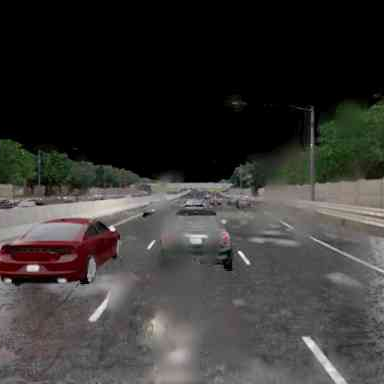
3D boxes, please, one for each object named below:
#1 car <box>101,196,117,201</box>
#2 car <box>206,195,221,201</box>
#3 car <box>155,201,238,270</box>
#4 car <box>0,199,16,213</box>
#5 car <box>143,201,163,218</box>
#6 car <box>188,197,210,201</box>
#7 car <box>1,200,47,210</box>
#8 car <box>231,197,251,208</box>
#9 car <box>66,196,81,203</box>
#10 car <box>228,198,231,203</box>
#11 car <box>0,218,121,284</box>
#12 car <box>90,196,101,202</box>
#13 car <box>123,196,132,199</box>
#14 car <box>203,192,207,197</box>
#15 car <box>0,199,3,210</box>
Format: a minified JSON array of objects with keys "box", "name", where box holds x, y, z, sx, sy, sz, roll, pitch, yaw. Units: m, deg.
[{"box":[-16.969,1.532,69.766,1.837,1.490,4.892,0,0,1],"name":"car"},{"box":[3.866,1.615,57.352,1.895,1.301,4.718,0,0,1],"name":"car"},{"box":[0.122,1.344,11.147,2.097,1.767,4.553,0,0,0],"name":"car"},{"box":[-20.931,1.510,35.531,1.812,1.442,4.674,0,0,1],"name":"car"},{"box":[-3.286,1.548,30.545,1.994,1.385,4.181,0,0,0],"name":"car"},{"box":[0.208,1.476,29.752,2.128,1.511,4.902,0,0,0],"name":"car"},{"box":[-13.994,1.509,28.640,1.812,1.442,4.674,0,0,0],"name":"car"},{"box":[7.173,1.489,47.255,2.128,1.511,4.902,0,0,2],"name":"car"},{"box":[-24.001,1.514,67.574,1.837,1.490,4.892,0,0,1],"name":"car"},{"box":[7.369,1.580,57.571,1.994,1.385,4.181,0,0,1],"name":"car"},{"box":[-3.383,1.471,9.558,1.882,1.535,5.008,0,0,0],"name":"car"},{"box":[-20.436,1.608,72.006,1.895,1.301,4.718,0,0,1],"name":"car"},{"box":[-13.470,1.557,69.711,1.812,1.442,4.674,0,0,1],"name":"car"},{"box":[4.372,1.557,89.962,1.882,1.535,5.008,0,0,1],"name":"car"},{"box":[-17.490,1.547,29.159,1.994,1.385,4.181,0,0,0],"name":"car"}]
